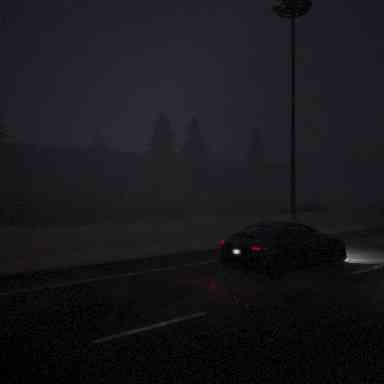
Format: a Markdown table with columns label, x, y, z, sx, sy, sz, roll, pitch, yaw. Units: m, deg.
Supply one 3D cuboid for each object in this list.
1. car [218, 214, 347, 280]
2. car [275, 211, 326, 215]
| label | x | y | z | sx | sy | sz | roll | pitch | yaw |
| --- | --- | --- | --- | --- | --- | --- | --- | --- | --- |
| car | 2.811 | 1.573 | 10.057 | 4.181 | 1.385 | 1.994 | 0 | 0 | -36 |
| car | 9.337 | 1.574 | 27.866 | 5.357 | 1.411 | 2.033 | 0 | 0 | -36 |
